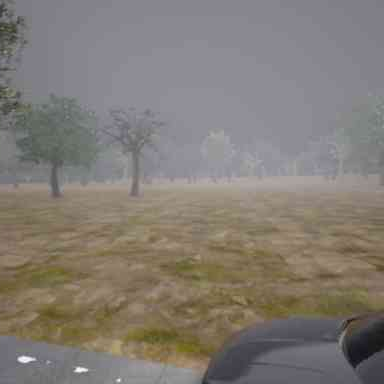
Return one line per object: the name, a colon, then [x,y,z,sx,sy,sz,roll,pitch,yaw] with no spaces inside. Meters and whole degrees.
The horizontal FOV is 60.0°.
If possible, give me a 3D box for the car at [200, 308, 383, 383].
car: [2.429,1.525,2.291,4.892,1.490,1.837,0,0,19]
